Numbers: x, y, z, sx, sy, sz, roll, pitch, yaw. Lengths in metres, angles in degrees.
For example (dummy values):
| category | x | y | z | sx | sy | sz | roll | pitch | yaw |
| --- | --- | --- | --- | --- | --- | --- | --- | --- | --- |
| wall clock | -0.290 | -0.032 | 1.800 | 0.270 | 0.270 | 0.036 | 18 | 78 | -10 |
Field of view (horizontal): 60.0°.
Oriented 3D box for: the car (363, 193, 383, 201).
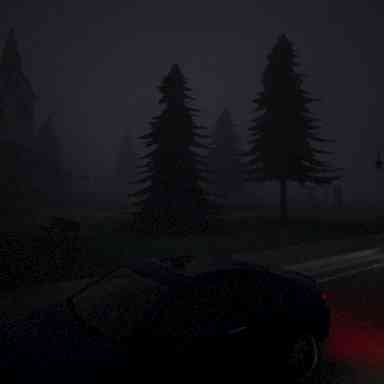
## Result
| category | x | y | z | sx | sy | sz | roll | pitch | yaw |
| --- | --- | --- | --- | --- | --- | --- | --- | --- | --- |
| car | 38.572 | 1.063 | 71.110 | 1.845 | 1.501 | 3.633 | 0 | 0 | -36 |

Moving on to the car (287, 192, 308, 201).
| category | x | y | z | sx | sy | sz | roll | pitch | yaw |
| --- | --- | --- | --- | --- | --- | --- | --- | --- | --- |
| car | 21.951 | 1.141 | 68.603 | 2.007 | 1.523 | 4.514 | 0 | 0 | -36 |

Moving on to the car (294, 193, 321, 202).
| category | x | y | z | sx | sy | sz | roll | pitch | yaw |
| --- | --- | --- | --- | --- | --- | --- | --- | --- | --- |
| car | 24.473 | 1.120 | 70.469 | 2.152 | 1.636 | 5.027 | 0 | 0 | -36 |

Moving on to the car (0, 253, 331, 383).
| category | x | y | z | sx | sy | sz | roll | pitch | yaw |
| --- | --- | --- | --- | --- | --- | --- | --- | --- | --- |
| car | -0.289 | 1.519 | 3.783 | 4.674 | 1.442 | 1.812 | 0 | 0 | -36 |
